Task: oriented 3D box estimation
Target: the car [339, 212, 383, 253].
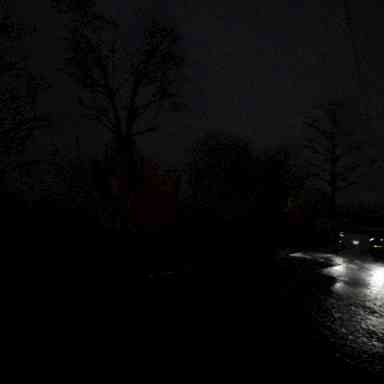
[{"bbox_3d":[7.852,1.584,13.325,4.892,1.490,1.837,1,1,-35],"label":"car"}]
